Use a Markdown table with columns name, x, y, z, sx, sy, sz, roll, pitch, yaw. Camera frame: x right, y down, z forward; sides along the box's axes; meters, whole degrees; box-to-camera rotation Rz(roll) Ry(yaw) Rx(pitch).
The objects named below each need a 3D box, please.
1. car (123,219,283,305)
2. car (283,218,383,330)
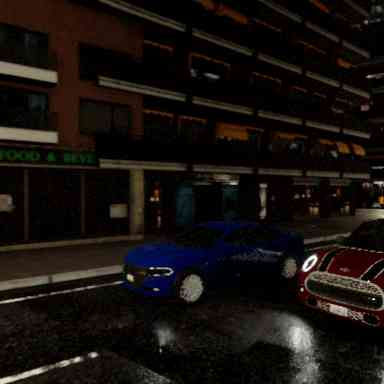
| name | x | y | z | sx | sy | sz | roll | pitch | yaw |
| --- | --- | --- | --- | --- | --- | --- | --- | --- | --- |
| car | 0.751 | 1.482 | 8.294 | 5.008 | 1.535 | 1.882 | 0 | 0 | -36 |
| car | 4.221 | 1.354 | 6.813 | 4.553 | 1.767 | 2.097 | 0 | 0 | -36 |
